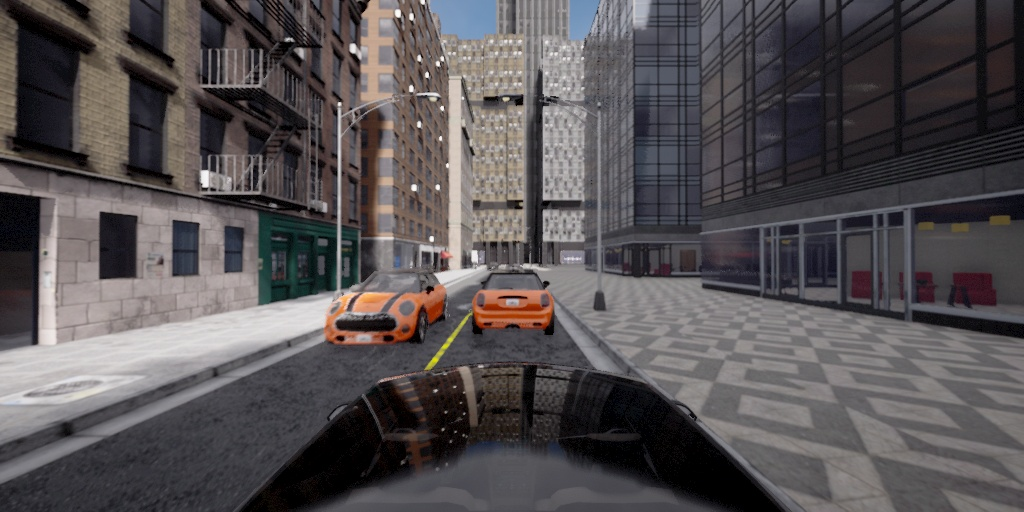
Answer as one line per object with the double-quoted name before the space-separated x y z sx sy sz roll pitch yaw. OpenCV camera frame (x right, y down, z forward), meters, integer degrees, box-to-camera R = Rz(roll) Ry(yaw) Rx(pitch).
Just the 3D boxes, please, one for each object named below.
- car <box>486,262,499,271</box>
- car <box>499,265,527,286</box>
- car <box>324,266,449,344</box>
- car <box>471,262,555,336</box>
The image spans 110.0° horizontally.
"car" -3.029 1.653 57.575 1.837 1.490 4.892 0 -1 0
"car" 0.085 1.481 28.925 2.033 1.411 5.357 0 0 0
"car" -3.103 1.156 9.773 2.097 1.767 4.553 0 0 0
"car" 0.080 1.163 10.832 2.097 1.767 4.553 0 0 2
